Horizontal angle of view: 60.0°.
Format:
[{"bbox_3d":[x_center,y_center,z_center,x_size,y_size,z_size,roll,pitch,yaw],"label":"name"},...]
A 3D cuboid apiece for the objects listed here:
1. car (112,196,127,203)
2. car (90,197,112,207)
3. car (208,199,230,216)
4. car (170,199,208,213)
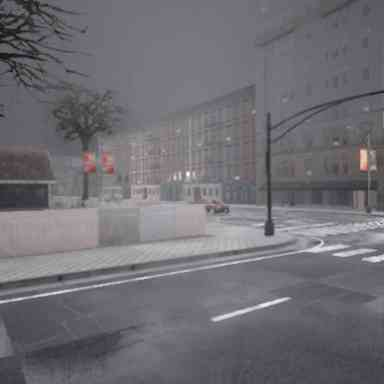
[{"bbox_3d":[-11.921,1.483,52.655,1.837,1.490,4.892,-1,0,-35],"label":"car"},{"bbox_3d":[-14.121,1.540,50.124,1.812,1.442,4.674,-1,0,-35],"label":"car"},{"bbox_3d":[1.727,1.474,33.150,1.882,1.535,5.008,-1,0,-35],"label":"car"},{"bbox_3d":[-0.853,1.559,31.200,1.812,1.442,4.674,-1,0,-35],"label":"car"}]
